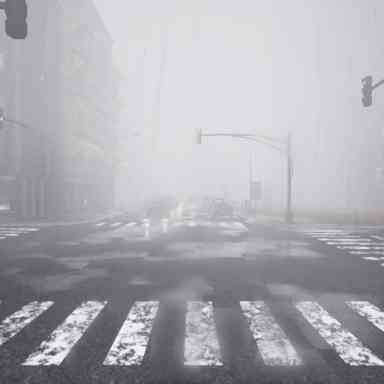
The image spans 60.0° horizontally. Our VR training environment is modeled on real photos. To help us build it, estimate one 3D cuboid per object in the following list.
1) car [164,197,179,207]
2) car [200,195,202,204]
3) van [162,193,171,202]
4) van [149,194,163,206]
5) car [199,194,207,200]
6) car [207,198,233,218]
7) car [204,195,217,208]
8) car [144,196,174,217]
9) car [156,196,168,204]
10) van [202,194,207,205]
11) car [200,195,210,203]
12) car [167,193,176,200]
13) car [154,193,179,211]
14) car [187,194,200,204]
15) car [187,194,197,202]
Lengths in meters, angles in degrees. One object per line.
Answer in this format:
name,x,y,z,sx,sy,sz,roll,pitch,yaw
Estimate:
car,-3.052,1.513,50.497,1.994,1.385,4.181,0,0,0
car,2.674,1.490,52.570,1.887,1.381,4.507,-1,0,0
van,-5.665,1.242,75.127,1.690,1.788,3.998,-1,0,0
van,-5.677,1.286,52.541,1.690,1.788,3.998,-1,0,0
car,2.726,1.313,86.445,1.967,1.590,4.097,-1,0,0
car,2.662,1.522,29.987,1.887,1.381,4.507,-1,0,0
car,2.664,1.410,35.632,1.967,1.590,4.097,-1,0,0
car,-3.079,1.453,31.218,1.882,1.535,5.008,0,0,0
car,-5.668,1.470,63.833,1.887,1.381,4.507,-1,0,0
van,2.668,1.295,46.924,1.690,1.788,3.998,-1,0,0
car,2.687,1.353,69.507,1.967,1.590,4.097,-1,0,0
car,-5.656,1.173,92.065,2.192,1.841,5.009,-1,0,0
car,-3.069,1.315,40.532,2.097,1.767,4.553,0,0,0
car,0.132,1.479,60.387,2.033,1.411,5.357,0,0,0
car,0.065,1.264,71.014,2.097,1.767,4.553,0,0,0
